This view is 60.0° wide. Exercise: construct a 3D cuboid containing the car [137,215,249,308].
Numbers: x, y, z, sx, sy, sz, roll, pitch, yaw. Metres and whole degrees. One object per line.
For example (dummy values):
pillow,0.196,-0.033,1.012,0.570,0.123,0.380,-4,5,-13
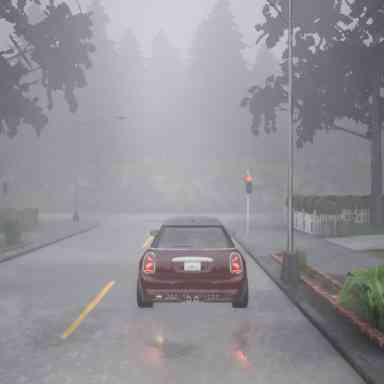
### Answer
car,0.021,1.352,8.082,2.097,1.767,4.553,0,0,0
